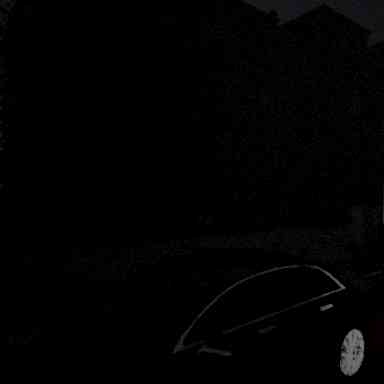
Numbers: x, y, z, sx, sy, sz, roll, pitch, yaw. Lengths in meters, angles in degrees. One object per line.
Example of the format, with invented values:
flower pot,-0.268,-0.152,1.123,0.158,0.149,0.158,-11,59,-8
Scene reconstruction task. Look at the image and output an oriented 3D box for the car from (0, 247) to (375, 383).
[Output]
car,0.241,1.500,3.850,4.892,1.490,1.837,0,0,-35
